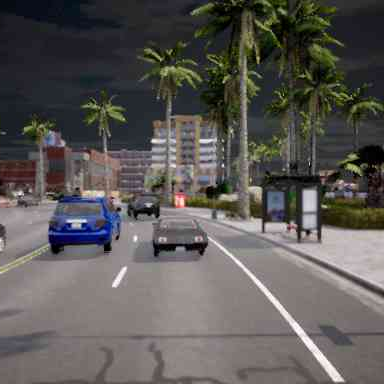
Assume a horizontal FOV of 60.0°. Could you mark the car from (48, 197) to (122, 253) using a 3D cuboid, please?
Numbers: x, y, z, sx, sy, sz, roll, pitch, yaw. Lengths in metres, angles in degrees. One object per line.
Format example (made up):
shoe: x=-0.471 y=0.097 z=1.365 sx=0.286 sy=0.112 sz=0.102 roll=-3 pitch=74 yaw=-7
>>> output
car: x=-4.236 y=1.219 z=13.848 sx=2.150 sy=2.045 sz=5.566 roll=0 pitch=0 yaw=-7

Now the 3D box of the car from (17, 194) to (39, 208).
car: x=-24.306 y=1.492 z=49.237 sx=1.837 sy=1.490 sz=4.892 roll=1 pitch=0 yaw=-45

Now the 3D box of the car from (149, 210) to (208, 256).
car: x=-0.645 y=1.598 z=13.198 sx=1.895 sy=1.301 sz=4.718 roll=0 pitch=0 yaw=-7

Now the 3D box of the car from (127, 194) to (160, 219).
car: x=-4.334 y=1.215 z=29.206 sx=2.150 sy=2.045 sz=5.566 roll=0 pitch=0 yaw=-19

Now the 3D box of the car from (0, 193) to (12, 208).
car: x=-27.478 y=1.341 z=47.406 sx=4.553 sy=1.767 sz=2.097 roll=0 pitch=0 yaw=43

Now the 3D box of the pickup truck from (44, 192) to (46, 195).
pickup truck: x=-36.888 y=1.070 z=86.270 sx=2.390 sy=2.098 sz=6.274 roll=0 pitch=0 yaw=-1

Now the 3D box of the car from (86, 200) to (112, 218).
car: x=-8.735 y=1.519 z=30.920 sx=1.812 sy=1.442 sz=4.674 roll=0 pitch=0 yaw=-21

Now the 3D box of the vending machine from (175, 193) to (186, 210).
vending machine: x=-1.475 y=1.186 z=41.648 sx=1.100 sy=2.100 sz=0.880 roll=0 pitch=0 yaw=-27

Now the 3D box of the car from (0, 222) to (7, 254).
car: x=-7.613 y=1.502 z=10.454 sx=1.837 sy=1.490 sz=4.892 roll=0 pitch=0 yaw=-6
